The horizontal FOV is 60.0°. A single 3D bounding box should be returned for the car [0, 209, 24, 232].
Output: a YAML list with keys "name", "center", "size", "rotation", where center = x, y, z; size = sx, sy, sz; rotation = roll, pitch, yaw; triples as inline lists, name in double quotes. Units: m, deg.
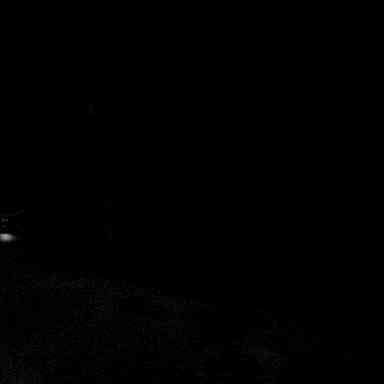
- name: "car"
  center: [-10.496, 1.690, 22.240]
  size: [1.882, 1.535, 5.008]
  rotation: [0, -1, 35]
